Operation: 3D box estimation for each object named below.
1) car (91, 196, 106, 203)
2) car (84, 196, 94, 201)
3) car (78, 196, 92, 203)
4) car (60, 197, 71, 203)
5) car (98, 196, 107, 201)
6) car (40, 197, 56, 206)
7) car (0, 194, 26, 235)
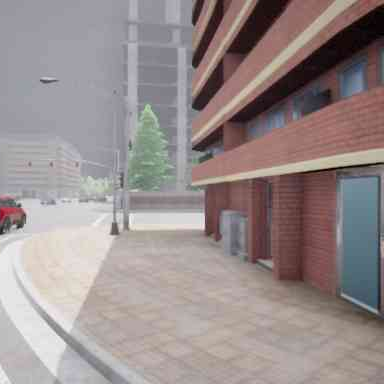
[{"bbox_3d":[-22.501,1.834,80.236,1.812,1.442,4.674,0,0,-10],"label":"car"},{"bbox_3d":[-27.687,1.717,89.432,2.033,1.411,5.357,0,0,-10],"label":"car"},{"bbox_3d":[-25.892,1.836,79.317,2.033,1.411,5.357,0,0,-10],"label":"car"},{"bbox_3d":[-28.851,1.801,75.962,1.812,1.442,4.674,0,0,-10],"label":"car"},{"bbox_3d":[-24.241,1.717,90.043,1.812,1.442,4.674,0,0,-10],"label":"car"},{"bbox_3d":[-26.133,1.707,60.575,2.128,1.511,4.902,0,0,-10],"label":"car"},{"bbox_3d":[-11.432,1.286,19.331,2.150,2.045,5.566,0,0,-13],"label":"car"}]
